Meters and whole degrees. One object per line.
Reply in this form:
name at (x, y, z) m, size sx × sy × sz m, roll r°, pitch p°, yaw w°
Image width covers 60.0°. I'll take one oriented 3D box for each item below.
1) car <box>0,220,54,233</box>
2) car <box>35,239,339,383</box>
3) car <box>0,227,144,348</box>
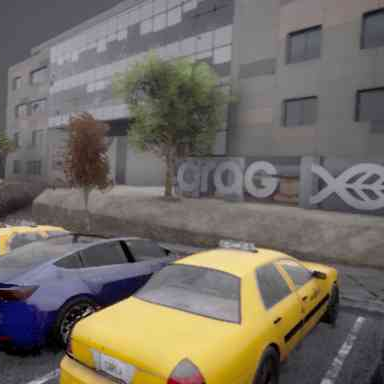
car at (-3.741, 1.473, 8.181) m, size 1.946 × 1.575 × 5.366 m, roll 0°, pitch 0°, yaw 36°
car at (0.807, 1.476, 4.935) m, size 1.946 × 1.575 × 5.366 m, roll 0°, pitch 0°, yaw 36°
car at (-1.559, 1.507, 6.431) m, size 2.163 × 1.488 × 4.792 m, roll 0°, pitch 0°, yaw 36°
